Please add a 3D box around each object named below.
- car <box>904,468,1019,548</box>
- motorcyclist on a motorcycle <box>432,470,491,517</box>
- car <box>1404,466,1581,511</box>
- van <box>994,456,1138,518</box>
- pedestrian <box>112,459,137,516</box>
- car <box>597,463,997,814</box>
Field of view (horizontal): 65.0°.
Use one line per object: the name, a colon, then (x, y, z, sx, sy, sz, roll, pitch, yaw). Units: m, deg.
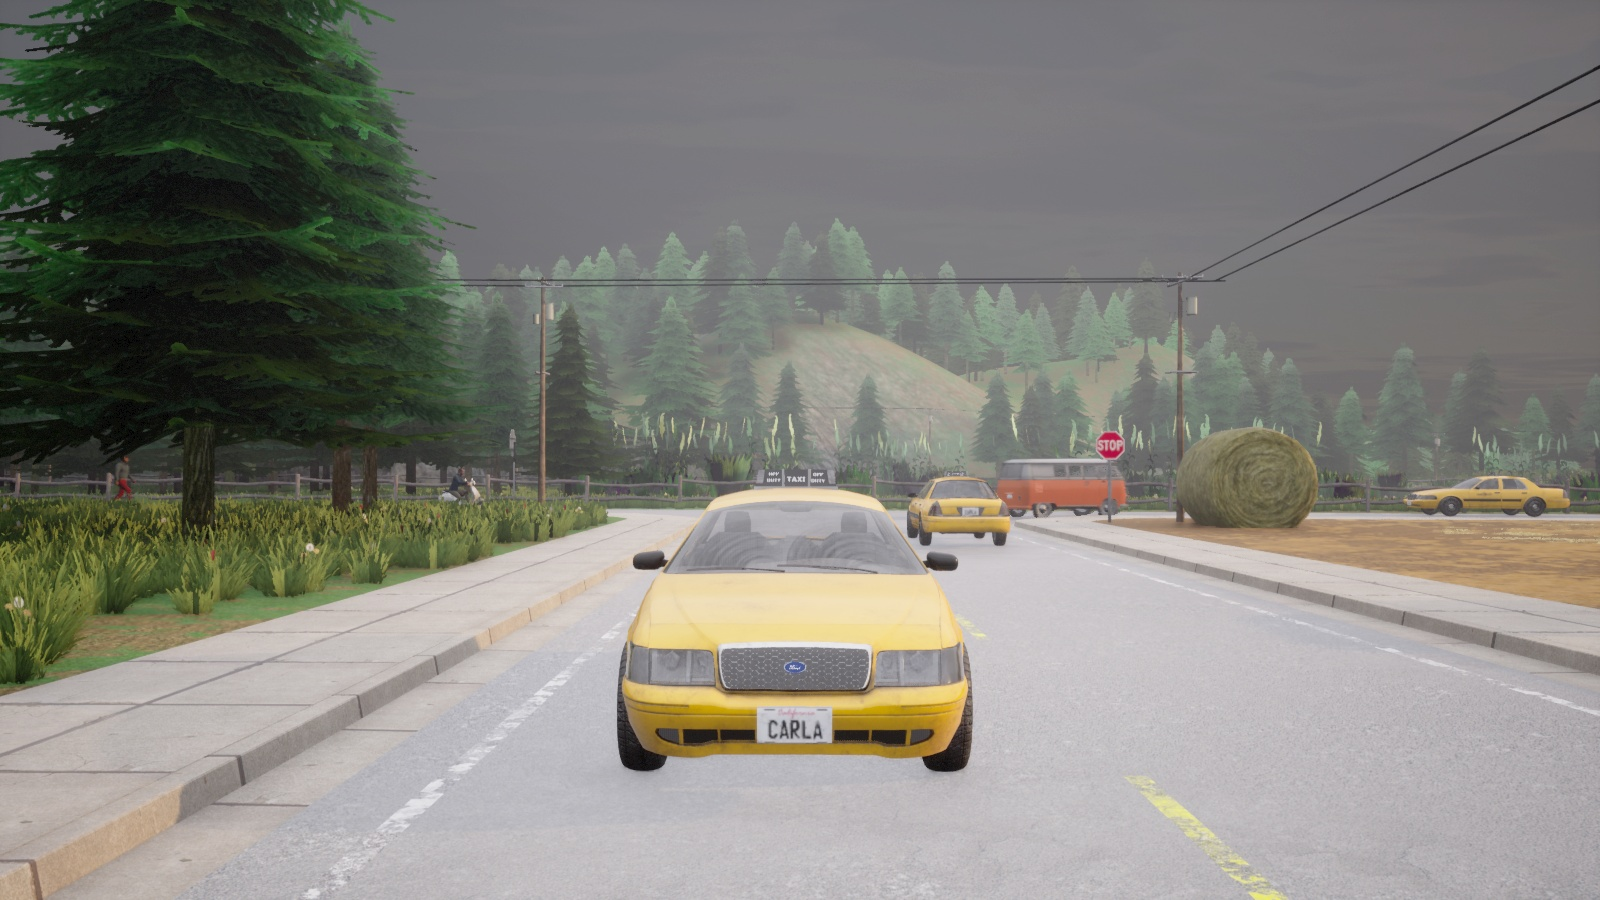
car: (3.428, 1.202, 27.596, 1.801, 1.575, 5.366, 0, -1, 0)
motorcyclist on a motorcycle: (-11.755, 1.511, 43.660, 1.817, 1.590, 0.866, 0, -1, 3)
car: (24.997, 1.380, 45.474, 5.366, 1.575, 1.801, 0, -1, 3)
van: (8.840, 1.201, 41.747, 4.442, 1.987, 1.775, 0, -1, -22)
pedestrian: (-21.736, 1.203, 40.393, 0.614, 1.847, 0.353, 0, -1, 2)
car: (-0.022, 0.894, 8.352, 1.801, 1.575, 5.366, 0, -1, 0)
